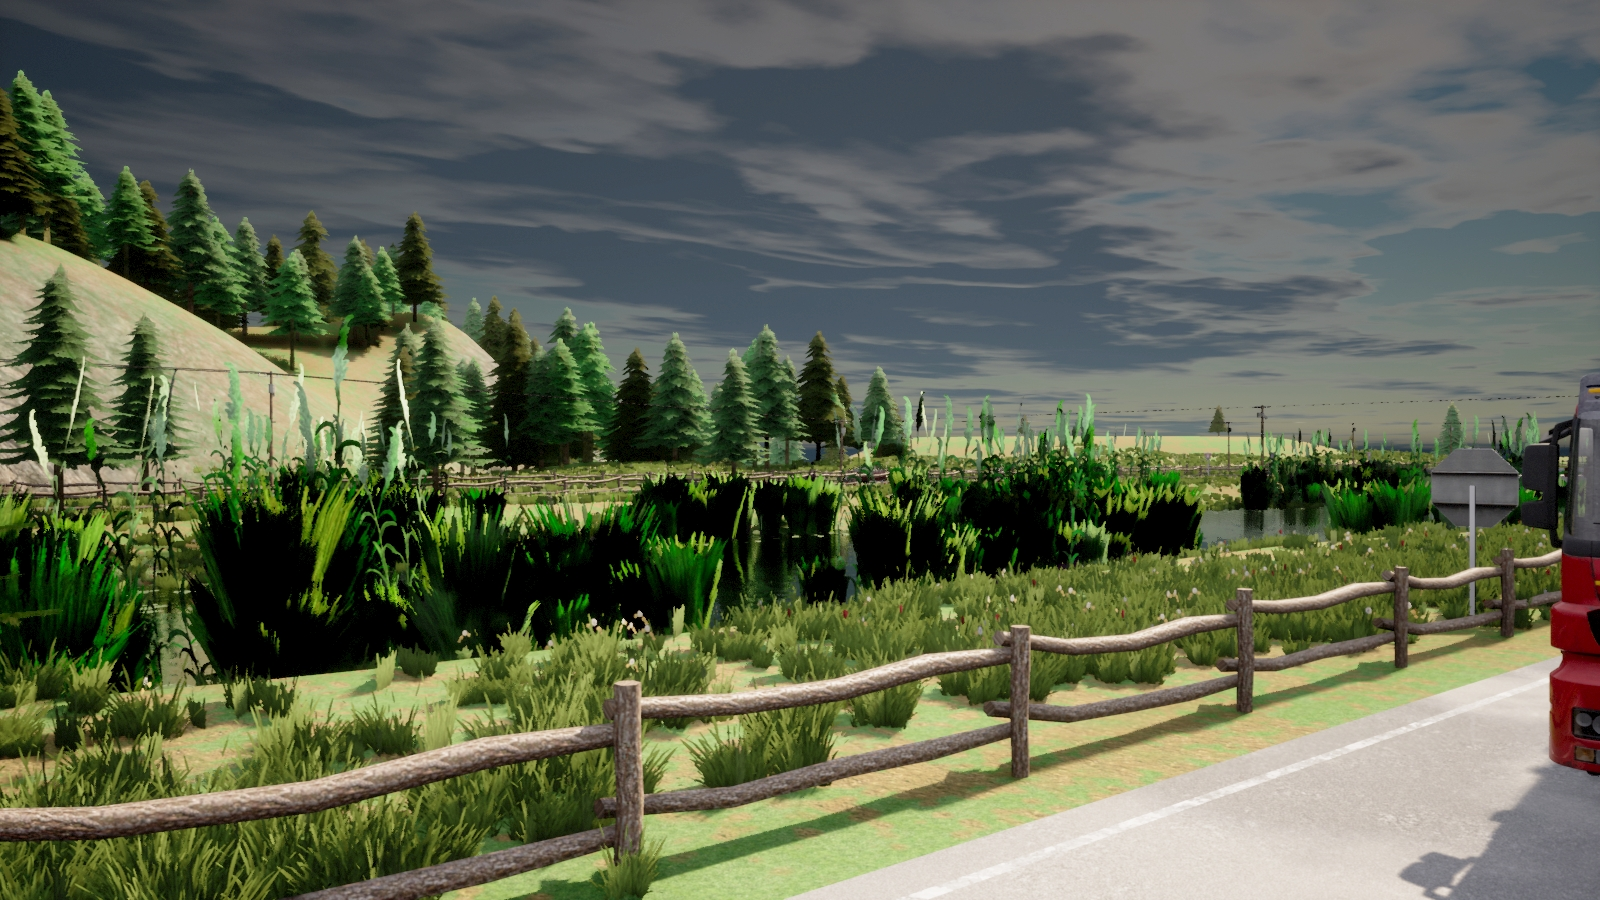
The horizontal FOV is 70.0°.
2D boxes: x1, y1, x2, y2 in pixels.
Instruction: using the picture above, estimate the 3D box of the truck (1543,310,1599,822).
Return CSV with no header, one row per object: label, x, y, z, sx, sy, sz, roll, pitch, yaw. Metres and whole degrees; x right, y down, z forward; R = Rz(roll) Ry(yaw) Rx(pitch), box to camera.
truck,9.599,0.862,10.978,2.891,3.827,8.468,0,0,42
